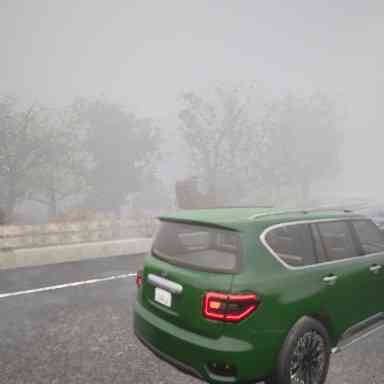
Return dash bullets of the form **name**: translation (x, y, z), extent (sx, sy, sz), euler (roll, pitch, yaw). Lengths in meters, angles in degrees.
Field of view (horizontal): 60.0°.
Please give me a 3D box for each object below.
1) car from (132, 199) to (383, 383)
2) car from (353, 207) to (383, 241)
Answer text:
- **car**: translation (1.785, 1.249, 5.309), extent (5.566, 2.045, 2.150), euler (0, 0, -38)
- **car**: translation (10.758, 1.636, 18.136), extent (2.033, 1.411, 5.357), euler (0, 0, 43)
